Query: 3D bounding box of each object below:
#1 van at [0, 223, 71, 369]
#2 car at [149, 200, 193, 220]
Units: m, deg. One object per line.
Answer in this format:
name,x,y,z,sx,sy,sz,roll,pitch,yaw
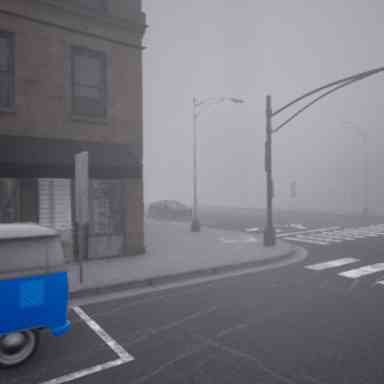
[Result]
van,-3.601,1.340,4.096,3.998,1.788,1.690,0,-1,-35
car,-1.835,1.462,28.370,1.882,1.535,5.008,-1,1,-36
